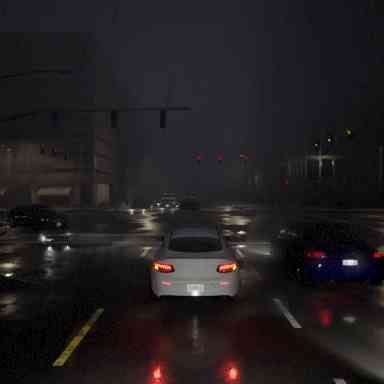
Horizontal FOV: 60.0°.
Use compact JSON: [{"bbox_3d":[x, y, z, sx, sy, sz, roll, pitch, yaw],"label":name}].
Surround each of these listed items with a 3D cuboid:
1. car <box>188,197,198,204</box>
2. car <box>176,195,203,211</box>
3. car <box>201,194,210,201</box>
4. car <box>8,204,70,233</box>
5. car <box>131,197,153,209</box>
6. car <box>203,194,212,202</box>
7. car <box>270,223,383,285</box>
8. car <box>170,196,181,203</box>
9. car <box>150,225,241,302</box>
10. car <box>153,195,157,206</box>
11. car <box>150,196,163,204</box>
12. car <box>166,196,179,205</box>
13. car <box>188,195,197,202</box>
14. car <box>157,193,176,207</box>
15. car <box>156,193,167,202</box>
[{"bbox_3d":[0.148,1.600,63.883,1.895,1.301,4.718,0,0,0],"label":"car"},{"bbox_3d":[-0.216,1.461,39.386,1.882,1.535,5.008,1,-1,9],"label":"car"},{"bbox_3d":[3.576,1.316,86.954,2.097,1.767,4.553,0,0,0],"label":"car"},{"bbox_3d":[-9.064,1.484,19.597,4.902,1.511,2.128,0,-1,40],"label":"car"},{"bbox_3d":[-7.082,1.478,46.101,1.882,1.535,5.008,0,0,1],"label":"car"},{"bbox_3d":[3.568,1.546,78.429,1.994,1.385,4.181,0,0,0],"label":"car"},{"bbox_3d":[3.587,1.564,9.531,1.994,1.385,4.181,0,0,0],"label":"car"},{"bbox_3d":[-3.439,1.553,70.423,1.994,1.385,4.181,0,0,0],"label":"car"},{"bbox_3d":[0.077,1.526,8.165,1.812,1.442,4.674,0,0,0],"label":"car"},{"bbox_3d":[-7.038,1.547,55.865,2.033,1.411,5.357,0,0,0],"label":"car"},{"bbox_3d":[-6.977,1.564,65.821,1.994,1.385,4.181,0,0,1],"label":"car"},{"bbox_3d":[-3.518,1.478,60.586,1.882,1.535,5.008,0,0,0],"label":"car"},{"bbox_3d":[0.068,1.518,77.875,2.128,1.511,4.902,0,0,0],"label":"car"},{"bbox_3d":[-3.543,1.222,50.583,2.150,2.045,5.566,0,0,0],"label":"car"},{"bbox_3d":[-6.934,1.225,76.512,2.150,2.045,5.566,0,0,0],"label":"car"}]
